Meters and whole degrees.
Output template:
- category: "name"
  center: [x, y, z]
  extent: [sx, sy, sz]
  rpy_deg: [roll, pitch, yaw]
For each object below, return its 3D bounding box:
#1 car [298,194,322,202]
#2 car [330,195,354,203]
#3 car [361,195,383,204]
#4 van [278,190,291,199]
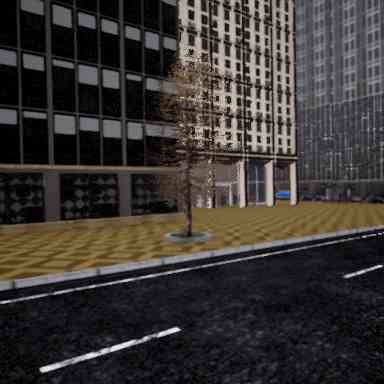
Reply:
- category: "car"
  center: [20.427, 0.996, 57.818]
  extent: [1.947, 1.339, 4.313]
  rpy_deg: [-1, 1, -36]
- category: "car"
  center: [23.729, 1.053, 53.193]
  extent: [1.802, 1.307, 4.206]
  rpy_deg: [-1, 1, -36]
- category: "car"
  center: [27.065, 1.077, 48.588]
  extent: [1.947, 1.339, 4.313]
  rpy_deg: [-1, 1, -36]
- category: "van"
  center: [20.540, 0.489, 71.964]
  extent: [1.690, 1.788, 3.998]
  rpy_deg: [-1, 1, -36]
